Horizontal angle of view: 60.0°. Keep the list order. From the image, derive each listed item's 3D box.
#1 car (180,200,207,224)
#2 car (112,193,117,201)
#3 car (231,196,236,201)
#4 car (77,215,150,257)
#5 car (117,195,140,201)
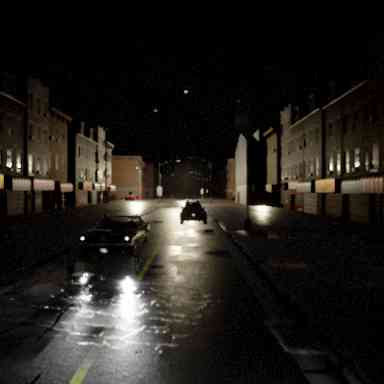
[{"bbox_3d":[0.106,1.542,24.871,1.994,1.385,4.181,0,0,0],"label":"car"},{"bbox_3d":[-20.104,1.132,79.130,5.009,1.841,2.192,0,0,0],"label":"car"},{"bbox_3d":[11.739,1.364,79.175,5.009,1.841,2.192,0,0,0],"label":"car"},{"bbox_3d":[-2.840,1.589,12.972,1.895,1.301,4.718,0,0,0],"label":"car"},{"bbox_3d":[-14.672,1.399,79.136,4.507,1.381,1.887,0,0,0],"label":"car"}]
